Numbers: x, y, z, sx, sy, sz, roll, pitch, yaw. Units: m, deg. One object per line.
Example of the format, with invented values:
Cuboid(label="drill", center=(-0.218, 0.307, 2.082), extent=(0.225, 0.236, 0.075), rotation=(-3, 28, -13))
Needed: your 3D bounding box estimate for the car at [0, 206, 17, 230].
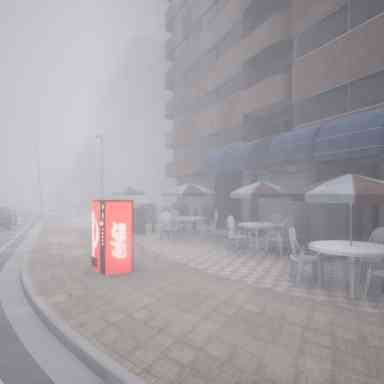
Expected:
Cuboid(label="car", center=(-12.217, 1.564, 20.784), extent=(1.994, 1.385, 4.181), rotation=(0, 0, -22))

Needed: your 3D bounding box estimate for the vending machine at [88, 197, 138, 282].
Cuboid(label="vending machine", center=(-2.149, 1.195, 8.982), extent=(1.100, 2.100, 0.880), rotation=(0, 0, -31))
